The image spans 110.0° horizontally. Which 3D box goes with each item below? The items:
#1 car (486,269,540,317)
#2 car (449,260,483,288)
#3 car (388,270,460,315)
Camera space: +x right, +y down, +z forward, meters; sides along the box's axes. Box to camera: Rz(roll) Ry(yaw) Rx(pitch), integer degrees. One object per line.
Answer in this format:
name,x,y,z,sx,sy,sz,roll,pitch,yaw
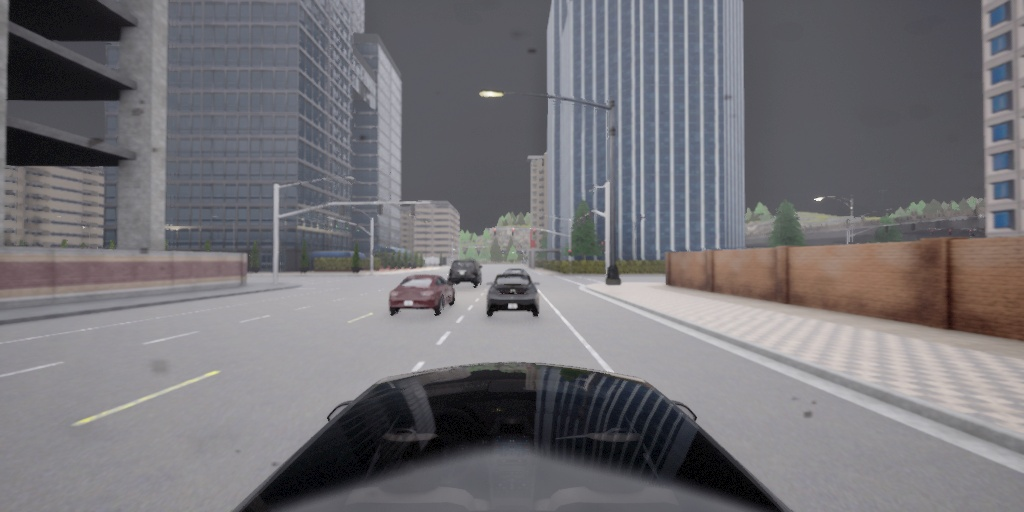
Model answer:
car,0.044,1.420,13.961,1.837,1.490,4.892,0,-1,0
car,-3.575,1.331,28.011,2.150,2.045,5.566,0,-1,-1
car,-3.453,1.448,14.332,1.812,1.442,4.674,0,-1,0
